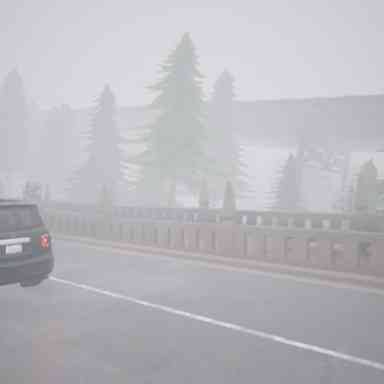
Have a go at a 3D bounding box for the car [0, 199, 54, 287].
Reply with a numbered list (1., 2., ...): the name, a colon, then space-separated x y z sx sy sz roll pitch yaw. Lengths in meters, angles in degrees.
1. car: -5.626 1.196 8.003 5.566 2.045 2.150 0 0 35
